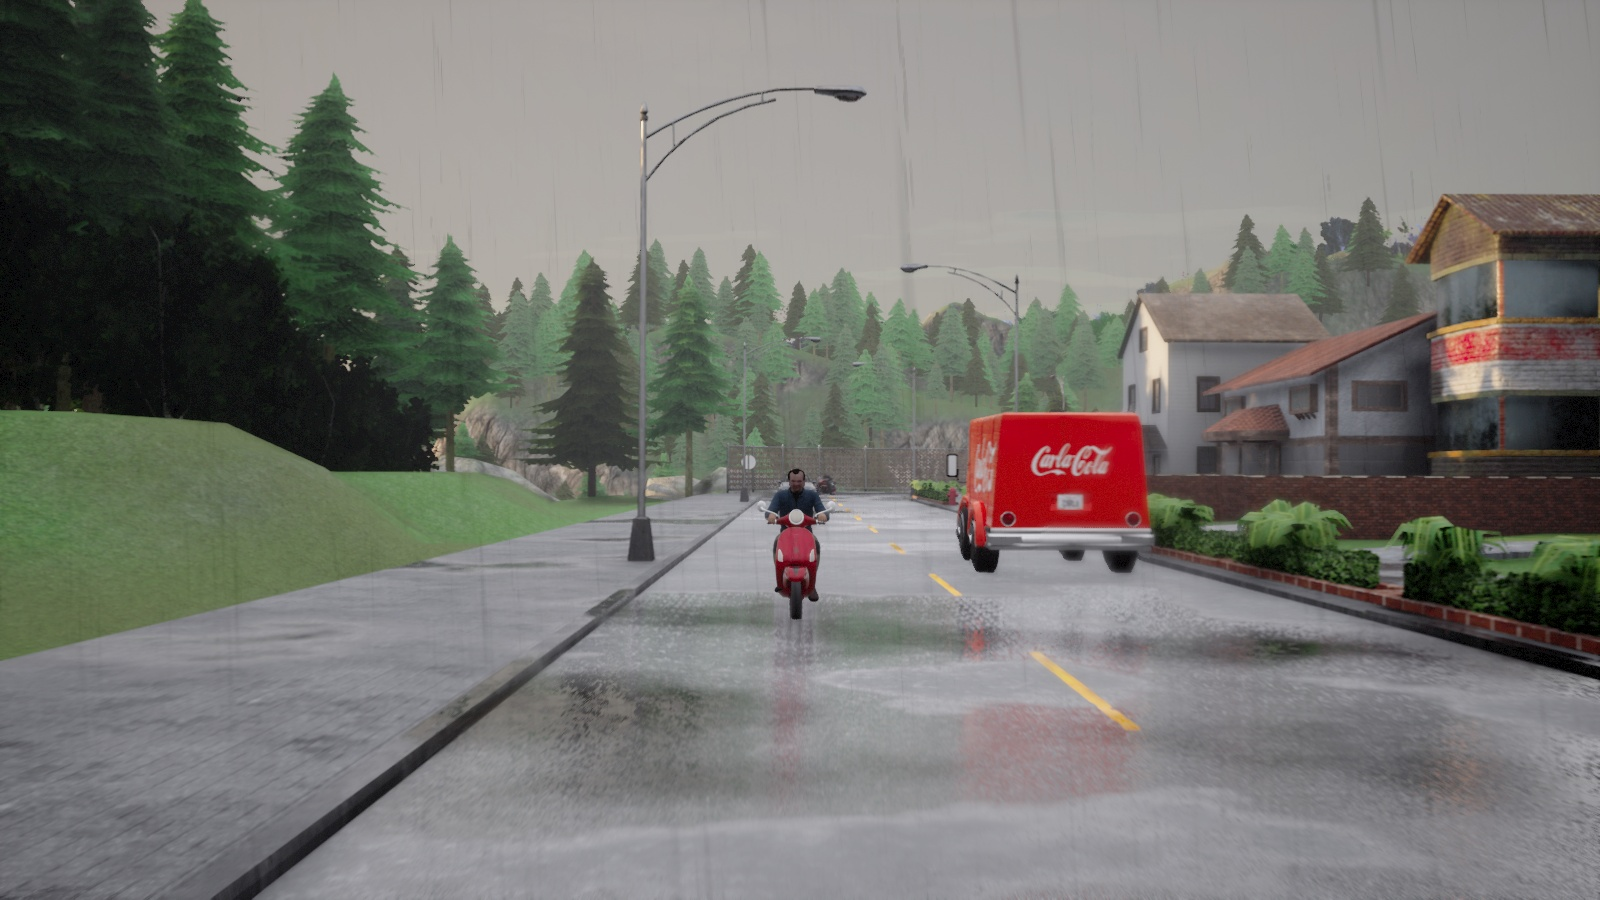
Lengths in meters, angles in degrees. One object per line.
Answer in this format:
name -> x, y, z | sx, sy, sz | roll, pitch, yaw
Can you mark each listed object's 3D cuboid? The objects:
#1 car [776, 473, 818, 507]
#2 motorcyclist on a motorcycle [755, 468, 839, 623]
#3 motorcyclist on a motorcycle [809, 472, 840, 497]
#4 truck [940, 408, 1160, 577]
car -> -0.132, 1.792, 57.533 | 1.816, 1.474, 4.193 | 0, -1, 0
motorcyclist on a motorcycle -> -0.032, 1.000, 13.865 | 0.866, 1.590, 1.817 | 0, -1, 0
motorcyclist on a motorcycle -> 1.590, 2.188, 80.248 | 0.866, 1.530, 2.191 | 0, 0, 37
truck -> 3.950, 0.664, 21.006 | 2.627, 2.467, 5.204 | 0, -1, 0
